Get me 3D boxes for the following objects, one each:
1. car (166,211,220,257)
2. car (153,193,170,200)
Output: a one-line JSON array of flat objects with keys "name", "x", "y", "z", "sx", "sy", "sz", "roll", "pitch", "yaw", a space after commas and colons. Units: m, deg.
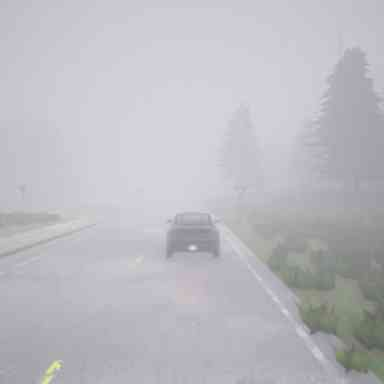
[{"name": "car", "x": 0.043, "y": 1.502, "z": 12.902, "sx": 1.837, "sy": 1.490, "sz": 4.892, "roll": 0, "pitch": 0, "yaw": 0}, {"name": "car", "x": -9.089, "y": 1.524, "z": 94.314, "sx": 4.181, "sy": 1.381, "sz": 1.994, "roll": 0, "pitch": 0, "yaw": -1}]
